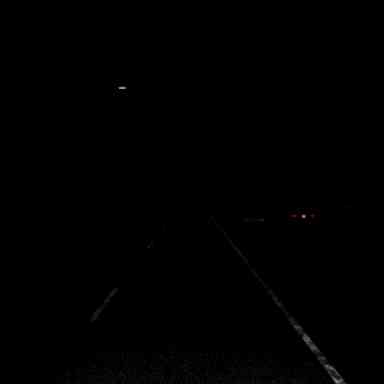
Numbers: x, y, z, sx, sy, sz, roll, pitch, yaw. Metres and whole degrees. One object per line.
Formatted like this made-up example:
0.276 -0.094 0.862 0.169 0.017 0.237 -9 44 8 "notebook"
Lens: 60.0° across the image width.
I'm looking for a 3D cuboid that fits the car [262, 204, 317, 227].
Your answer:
6.476 1.532 22.750 2.033 1.411 5.357 0 0 -8 "car"
